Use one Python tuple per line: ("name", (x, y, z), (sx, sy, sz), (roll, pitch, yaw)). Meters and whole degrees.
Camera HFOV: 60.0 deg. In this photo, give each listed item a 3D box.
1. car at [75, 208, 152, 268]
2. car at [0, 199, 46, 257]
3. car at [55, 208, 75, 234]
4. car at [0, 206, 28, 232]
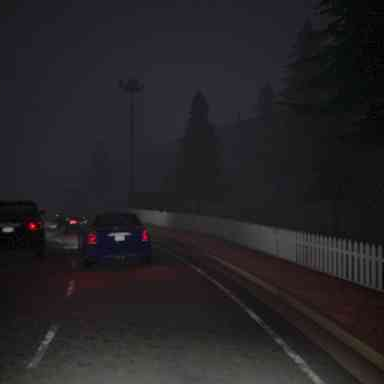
("car", (-2.944, 1.426, 12.004), (2.097, 1.767, 4.553), (0, 0, -21))
("car", (-6.949, 1.303, 12.882), (2.150, 2.045, 5.566), (0, -1, -26))
("car", (-7.060, 1.674, 20.302), (2.033, 1.411, 5.357), (0, 0, -30))
("car", (-12.110, 1.706, 22.009), (1.994, 1.385, 4.181), (0, 0, -30))
